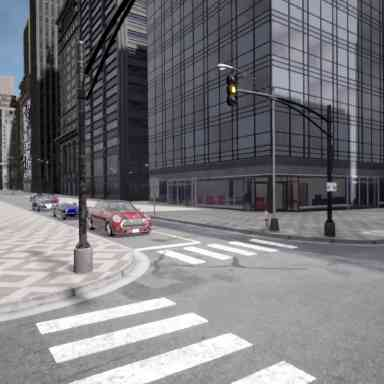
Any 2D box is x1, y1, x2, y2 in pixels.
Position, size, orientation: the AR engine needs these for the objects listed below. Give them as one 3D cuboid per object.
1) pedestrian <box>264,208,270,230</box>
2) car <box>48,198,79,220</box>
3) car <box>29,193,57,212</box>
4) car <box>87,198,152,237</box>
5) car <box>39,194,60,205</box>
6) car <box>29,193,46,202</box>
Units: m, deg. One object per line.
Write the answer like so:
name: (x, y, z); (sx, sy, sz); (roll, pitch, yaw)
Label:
pedestrian: (3.892, 1.377, 17.276); (0.500, 1.100, 0.500); (0, 0, -34)
car: (-9.607, 1.393, 26.075); (1.895, 1.301, 4.718); (-1, 1, -34)
car: (-15.425, 1.182, 34.669); (2.128, 1.511, 4.902); (-1, 1, -34)
car: (-3.933, 1.236, 17.692); (2.097, 1.767, 4.553); (-1, 1, -34)
car: (-20.547, 1.067, 47.892); (1.994, 1.385, 4.181); (-1, 1, -34)
car: (-26.096, 0.888, 56.060); (1.837, 1.490, 4.892); (-1, 1, -34)
